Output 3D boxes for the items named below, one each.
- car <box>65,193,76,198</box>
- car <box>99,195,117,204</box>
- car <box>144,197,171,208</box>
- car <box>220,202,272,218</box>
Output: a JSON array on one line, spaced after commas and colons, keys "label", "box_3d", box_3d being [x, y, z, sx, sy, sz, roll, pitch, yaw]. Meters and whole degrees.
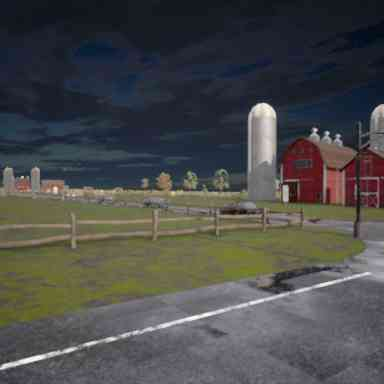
[{"label": "car", "box_3d": [-31.830, 0.896, 87.009, 1.895, 1.301, 4.718, 0, 0, -36]}, {"label": "car", "box_3d": [-14.968, 1.270, 58.905, 2.128, 1.511, 4.902, 0, 0, -36]}, {"label": "car", "box_3d": [-4.636, 1.420, 44.405, 1.837, 1.490, 4.892, 0, 0, -36]}, {"label": "car", "box_3d": [4.878, 1.618, 31.189, 2.033, 1.411, 5.357, 0, 0, -36]}]
